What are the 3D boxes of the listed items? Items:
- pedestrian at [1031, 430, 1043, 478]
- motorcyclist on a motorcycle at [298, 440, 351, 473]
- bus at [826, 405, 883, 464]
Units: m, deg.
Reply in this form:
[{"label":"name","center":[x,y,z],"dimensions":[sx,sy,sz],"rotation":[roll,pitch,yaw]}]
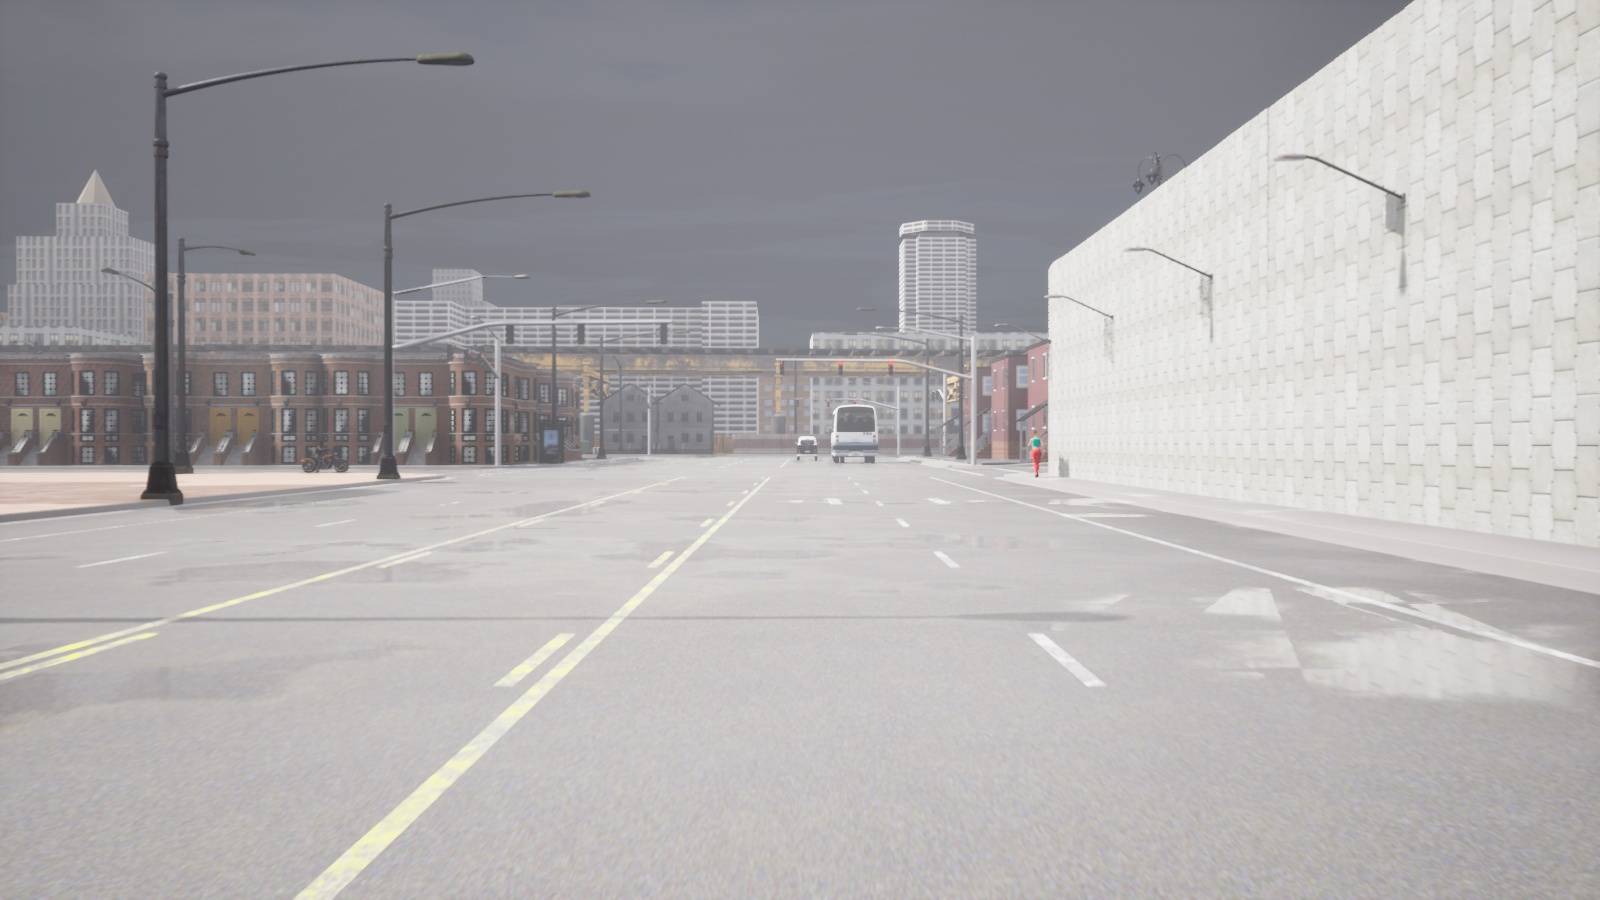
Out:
[{"label":"pedestrian","center":[9.086,0.137,48.175],"dimensions":[0.345,1.836,0.594],"rotation":[0,0,1]},{"label":"motorcyclist on a motorcycle","center":[-23.802,0.323,62.880],"dimensions":[2.350,1.649,0.766],"rotation":[0,0,0]},{"label":"bus","center":[4.062,-1.168,95.992],"dimensions":[3.944,4.253,10.273],"rotation":[0,0,0]}]
